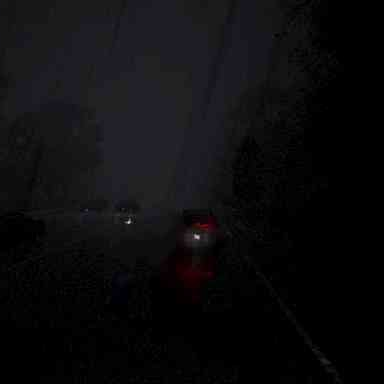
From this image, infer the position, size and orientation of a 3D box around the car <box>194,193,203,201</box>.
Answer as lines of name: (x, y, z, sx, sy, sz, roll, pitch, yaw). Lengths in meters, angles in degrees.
car: (1.623, 1.170, 86.196, 2.150, 2.045, 5.566, 1, 0, 1)

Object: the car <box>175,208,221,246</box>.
car: (0.257, 1.505, 15.328, 1.837, 1.490, 4.892, 1, 0, 1)

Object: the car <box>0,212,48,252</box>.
car: (-6.917, 1.396, 11.429, 2.033, 1.411, 5.357, 1, 0, 1)

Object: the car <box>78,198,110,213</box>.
car: (-9.889, 1.324, 34.187, 2.033, 1.411, 5.357, 1, 0, 1)

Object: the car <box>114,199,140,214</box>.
car: (-6.422, 1.414, 33.282, 1.994, 1.385, 4.181, 1, 0, 1)

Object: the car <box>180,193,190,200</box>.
car: (-1.888, 1.226, 85.720, 2.097, 1.767, 4.553, 1, 0, 1)
